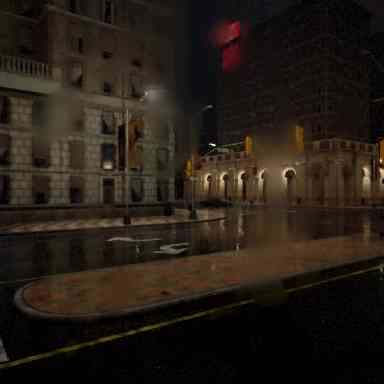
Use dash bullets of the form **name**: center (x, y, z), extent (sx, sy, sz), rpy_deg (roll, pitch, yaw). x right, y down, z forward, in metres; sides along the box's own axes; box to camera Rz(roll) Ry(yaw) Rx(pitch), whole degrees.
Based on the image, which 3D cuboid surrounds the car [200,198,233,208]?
- **car**: center (3.377, 1.547, 47.108), extent (2.033, 1.411, 5.357), rpy_deg (0, 0, -36)
